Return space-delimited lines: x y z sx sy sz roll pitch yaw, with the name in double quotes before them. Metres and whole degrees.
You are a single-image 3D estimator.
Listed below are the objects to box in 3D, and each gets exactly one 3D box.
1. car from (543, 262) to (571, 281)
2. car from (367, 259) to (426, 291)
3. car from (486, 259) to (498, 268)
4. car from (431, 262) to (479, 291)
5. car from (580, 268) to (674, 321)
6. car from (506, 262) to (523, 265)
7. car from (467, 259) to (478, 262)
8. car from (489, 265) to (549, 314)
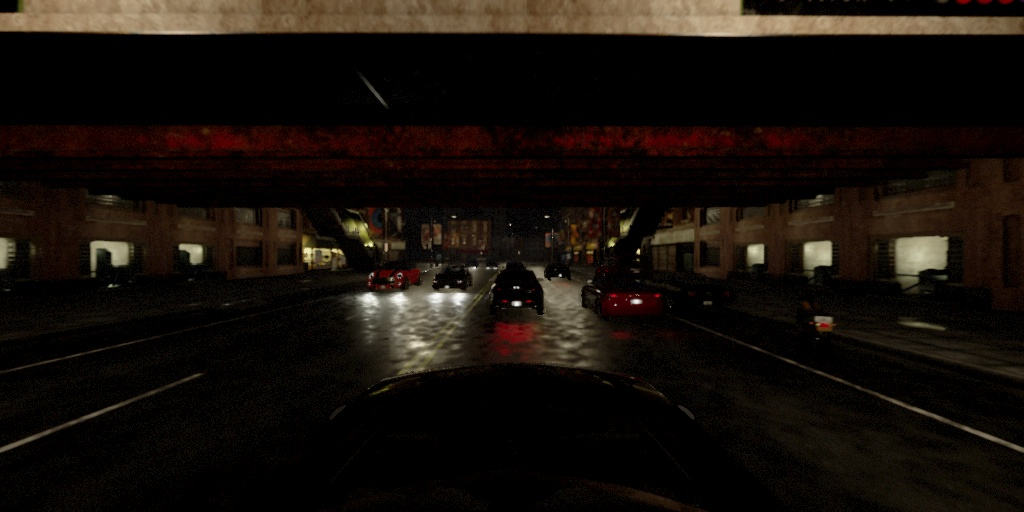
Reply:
"car" 3.728 1.228 30.048 1.837 1.490 4.892 0 0 0
"car" -6.976 1.083 21.663 2.097 1.767 4.553 0 0 0
"car" -3.414 1.240 61.741 2.033 1.411 5.357 0 0 1
"car" -3.472 1.278 21.851 2.033 1.411 5.357 0 0 0
"car" 3.663 1.304 12.505 1.994 1.385 4.181 0 0 1
"car" 0.228 1.228 30.091 1.837 1.490 4.892 0 0 0
"car" -6.913 1.217 62.574 1.812 1.442 4.674 0 0 1
"car" 0.174 1.243 13.691 1.837 1.490 4.892 0 0 1
